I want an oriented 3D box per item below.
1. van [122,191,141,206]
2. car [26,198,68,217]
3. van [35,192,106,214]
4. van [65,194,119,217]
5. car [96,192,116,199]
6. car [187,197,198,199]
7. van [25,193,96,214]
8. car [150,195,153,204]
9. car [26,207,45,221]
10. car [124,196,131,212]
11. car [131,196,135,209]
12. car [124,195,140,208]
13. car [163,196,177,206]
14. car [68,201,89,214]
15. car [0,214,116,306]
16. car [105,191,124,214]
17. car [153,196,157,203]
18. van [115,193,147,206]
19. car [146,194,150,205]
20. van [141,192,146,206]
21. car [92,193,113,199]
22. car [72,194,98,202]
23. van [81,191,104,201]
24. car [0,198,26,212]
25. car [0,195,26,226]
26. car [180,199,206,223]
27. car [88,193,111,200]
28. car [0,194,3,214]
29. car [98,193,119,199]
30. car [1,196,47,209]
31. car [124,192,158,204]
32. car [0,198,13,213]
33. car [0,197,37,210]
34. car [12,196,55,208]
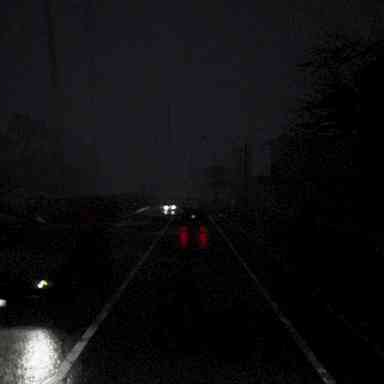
[{"bbox_3d":[-9.094,1.167,41.682,4.442,1.987,1.878,0,0,0],"label":"van"},{"bbox_3d":[-8.965,1.333,16.447,4.553,1.767,2.185,0,0,0],"label":"car"},{"bbox_3d":[-9.065,1.224,24.856,4.442,1.987,1.878,0,0,0],"label":"van"},{"bbox_3d":[-9.074,1.219,30.461,4.442,1.987,1.878,0,0,0],"label":"van"},{"bbox_3d":[-22.163,0.890,85.367,4.553,1.767,2.185,0,0,0],"label":"car"},{"bbox_3d":[0.085,1.371,41.805,2.128,1.511,4.902,0,0,0],"label":"car"},{"bbox_3d":[-9.060,1.227,22.053,4.442,1.987,1.878,0,0,0],"label":"van"},{"bbox_3d":[-8.999,1.340,52.899,4.674,1.452,2.002,0,1,0],"label":"car"},{"bbox_3d":[-8.926,1.501,13.644,4.674,1.452,2.002,0,0,0],"label":"car"},{"bbox_3d":[-8.969,1.436,33.270,4.892,1.521,2.231,0,0,0],"label":"car"},{"bbox_3d":[-8.965,1.466,36.073,4.674,1.452,2.002,0,0,0],"label":"car"},{"bbox_3d":[-9.001,1.442,38.881,4.792,1.488,2.163,0,0,0],"label":"car"},{"bbox_3d":[-3.341,1.310,51.374,2.128,1.511,4.902,0,0,0],"label":"car"},{"bbox_3d":[-8.932,1.457,19.250,4.892,1.521,2.231,0,0,0],"label":"car"},{"bbox_3d":[-3.353,1.537,8.434,2.033,1.411,5.357,0,0,0],"label":"car"},{"bbox_3d":[-8.925,1.196,27.661,5.566,2.045,2.435,0,0,0],"label":"car"},{"bbox_3d":[-8.816,1.272,55.702,5.366,1.575,1.946,0,1,0],"label":"car"},{"bbox_3d":[-9.108,1.099,50.093,4.442,1.987,1.878,0,1,0],"label":"van"},{"bbox_3d":[-8.981,1.349,47.292,5.008,1.535,2.097,0,1,0],"label":"car"},{"bbox_3d":[-8.865,1.147,44.484,4.442,1.987,1.878,0,1,0],"label":"van"},{"bbox_3d":[-22.124,1.079,82.593,4.674,1.452,2.002,0,0,0],"label":"car"},{"bbox_3d":[-22.074,1.190,68.715,4.792,1.488,2.163,0,1,0],"label":"car"},{"bbox_3d":[-22.229,0.886,74.263,4.442,1.987,1.878,0,1,0],"label":"van"},{"bbox_3d":[-22.021,1.447,38.185,4.792,1.488,2.163,0,0,0],"label":"car"},{"bbox_3d":[-8.896,1.213,10.840,5.566,2.045,2.435,0,0,0],"label":"car"},{"bbox_3d":[0.090,1.480,24.990,1.812,1.442,4.674,0,0,0],"label":"car"},{"bbox_3d":[-22.117,1.063,79.817,5.008,1.535,2.097,0,1,0],"label":"car"},{"bbox_3d":[-22.013,1.187,32.626,5.566,2.045,2.435,0,0,0],"label":"car"},{"bbox_3d":[-22.142,0.992,88.143,5.008,1.535,2.097,0,0,0],"label":"car"},{"bbox_3d":[-22.055,1.379,43.734,5.008,1.535,2.097,0,0,0],"label":"car"},{"bbox_3d":[-8.977,0.999,58.503,5.566,2.045,2.435,0,0,0],"label":"car"},{"bbox_3d":[-22.075,1.458,35.402,4.792,1.488,2.163,0,0,0],"label":"car"},{"bbox_3d":[-22.240,1.395,40.956,5.366,1.575,1.946,0,0,0],"label":"car"},{"bbox_3d":[-22.059,1.358,46.512,4.892,1.521,2.231,0,1,0],"label":"car"}]
